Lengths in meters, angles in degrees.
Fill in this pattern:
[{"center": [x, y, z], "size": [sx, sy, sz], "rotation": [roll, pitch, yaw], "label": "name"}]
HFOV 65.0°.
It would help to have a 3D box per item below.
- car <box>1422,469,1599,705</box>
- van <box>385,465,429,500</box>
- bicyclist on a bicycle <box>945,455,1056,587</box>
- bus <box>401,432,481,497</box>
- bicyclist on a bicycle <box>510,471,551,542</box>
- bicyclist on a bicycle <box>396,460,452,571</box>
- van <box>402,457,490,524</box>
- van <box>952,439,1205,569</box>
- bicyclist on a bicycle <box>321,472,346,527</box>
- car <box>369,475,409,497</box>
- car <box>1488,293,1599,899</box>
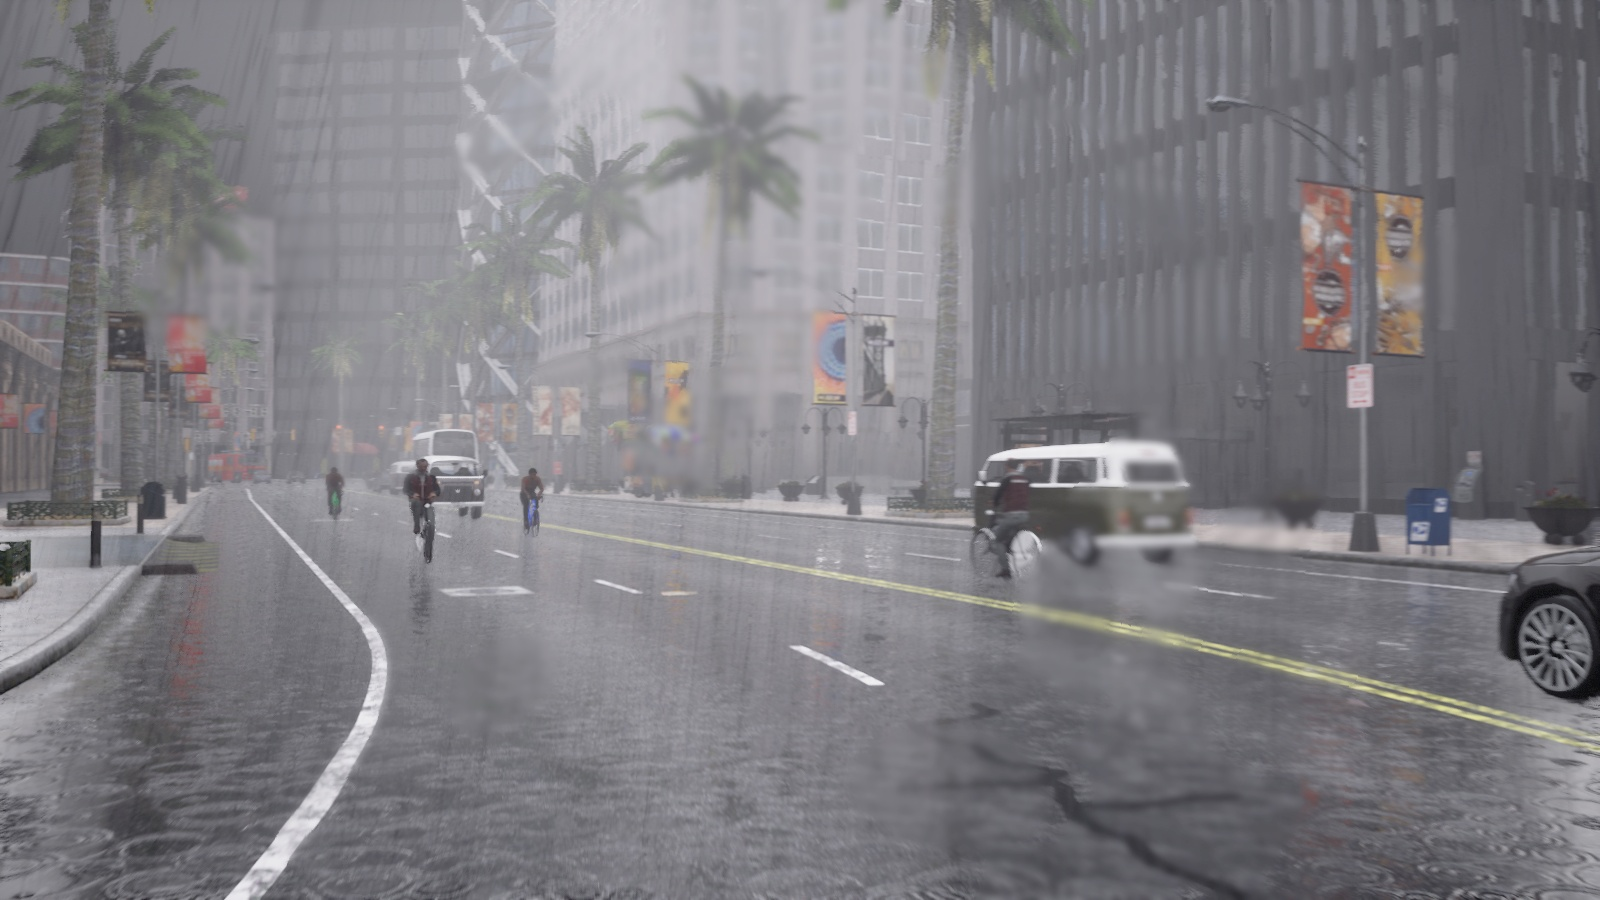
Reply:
[{"center": [6.286, 0.863, 7.518], "size": [2.128, 1.511, 4.902], "rotation": [0, -1, -9], "label": "car"}, {"center": [-23.648, 1.929, 75.488], "size": [2.069, 2.038, 4.480], "rotation": [0, -1, -24], "label": "van"}, {"center": [2.820, 0.970, 17.869], "size": [0.659, 1.776, 1.843], "rotation": [0, -1, -23], "label": "bicyclist on a bicycle"}, {"center": [-25.091, 1.035, 87.298], "size": [3.944, 4.253, 10.273], "rotation": [0, -1, -24], "label": "bus"}, {"center": [-6.343, 1.296, 29.513], "size": [0.582, 1.620, 1.656], "rotation": [0, -1, -25], "label": "bicyclist on a bicycle"}, {"center": [-6.367, 1.075, 21.220], "size": [0.659, 1.776, 1.843], "rotation": [0, -1, -25], "label": "bicyclist on a bicycle"}, {"center": [-11.549, 1.283, 40.784], "size": [2.069, 2.038, 4.480], "rotation": [0, -1, -25], "label": "van"}, {"center": [4.751, 0.884, 22.164], "size": [2.069, 2.038, 4.480], "rotation": [0, -1, -24], "label": "van"}, {"center": [-14.133, 1.480, 38.030], "size": [0.582, 1.620, 1.656], "rotation": [0, -1, -25], "label": "bicyclist on a bicycle"}, {"center": [-27.666, 2.426, 84.480], "size": [2.033, 1.411, 5.357], "rotation": [0, -1, -24], "label": "car"}, {"center": [3.517, 0.538, 1.353], "size": [2.150, 2.045, 5.566], "rotation": [0, -1, -4], "label": "car"}]
